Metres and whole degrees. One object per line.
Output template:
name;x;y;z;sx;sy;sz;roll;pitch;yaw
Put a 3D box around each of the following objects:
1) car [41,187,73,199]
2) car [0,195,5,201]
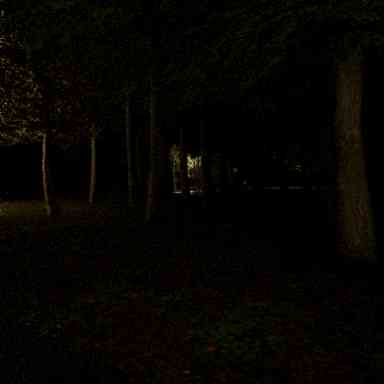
car;-24.457;0.212;60.425;2.150;2.045;5.566;-2;2;34
car;-27.363;0.681;43.777;1.895;1.301;4.718;-2;0;34
